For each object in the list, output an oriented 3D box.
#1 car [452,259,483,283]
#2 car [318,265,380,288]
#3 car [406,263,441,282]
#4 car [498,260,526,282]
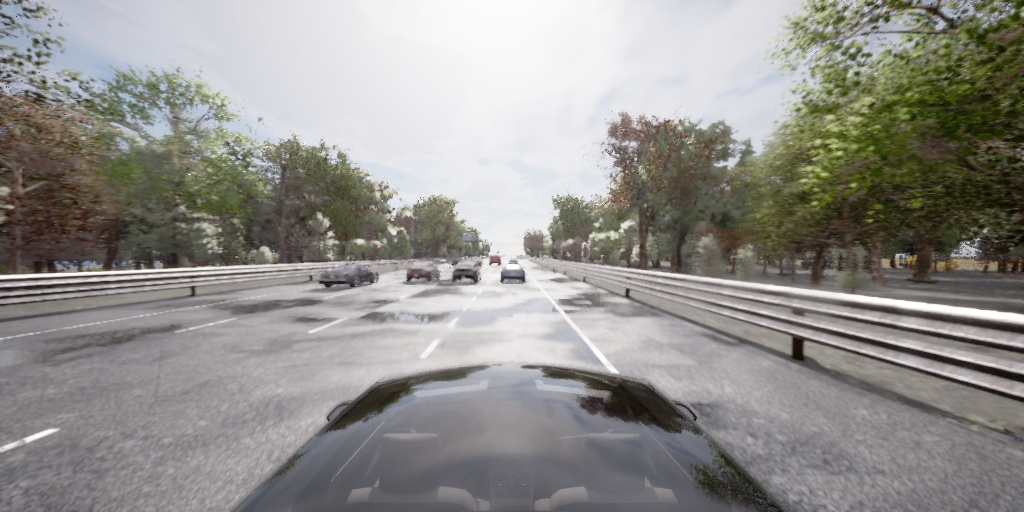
[{"bbox_3d":[-3.414,1.210,27.682,1.837,1.490,4.892,0,1,0],"label":"car"},{"bbox_3d":[-10.451,1.260,23.379,2.033,1.411,5.357,0,0,1],"label":"car"},{"bbox_3d":[-6.913,1.228,28.181,1.812,1.442,4.674,0,0,0],"label":"car"},{"bbox_3d":[0.089,1.266,28.592,1.994,1.385,4.181,0,0,0],"label":"car"}]
